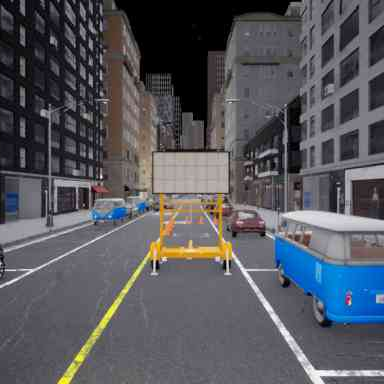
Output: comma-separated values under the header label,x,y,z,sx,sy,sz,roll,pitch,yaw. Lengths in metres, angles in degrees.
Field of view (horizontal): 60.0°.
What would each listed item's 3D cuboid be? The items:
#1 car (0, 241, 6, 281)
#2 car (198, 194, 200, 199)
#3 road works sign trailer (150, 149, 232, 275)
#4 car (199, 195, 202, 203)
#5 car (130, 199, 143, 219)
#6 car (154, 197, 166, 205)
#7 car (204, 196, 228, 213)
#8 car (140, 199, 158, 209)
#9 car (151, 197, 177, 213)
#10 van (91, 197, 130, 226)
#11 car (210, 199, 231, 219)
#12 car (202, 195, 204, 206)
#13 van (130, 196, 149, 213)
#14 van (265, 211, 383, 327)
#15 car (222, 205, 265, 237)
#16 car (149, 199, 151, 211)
label,x,y,z,sx,sy,sz,roll,pitch,yaw
car,-5.688,1.440,6.731,1.967,1.590,4.097,0,0,0
car,2.666,1.578,67.270,1.947,1.339,4.313,0,0,0
road works sign trailer,-0.029,0.464,10.425,2.380,3.560,2.880,0,0,0
car,2.697,1.558,56.267,2.008,1.369,4.403,0,0,0
car,-5.750,1.551,28.736,2.008,1.369,4.403,0,0,0
car,-5.844,1.591,61.744,1.802,1.307,4.206,0,0,0
car,2.759,1.315,34.262,2.192,1.841,5.009,0,0,0
car,-5.797,1.585,45.241,1.802,1.307,4.206,0,0,0
car,-3.104,1.565,37.113,1.994,1.385,4.181,0,0,0
van,-5.735,1.340,23.236,1.690,1.788,3.998,0,0,0
car,2.775,1.582,28.760,1.802,1.307,4.206,0,0,0
car,2.728,1.443,45.265,1.967,1.590,4.097,0,0,0
van,-5.766,1.342,34.238,1.690,1.788,3.998,0,0,0
van,2.837,1.341,6.755,1.690,1.788,3.998,0,0,0
car,2.806,1.581,17.758,1.802,1.307,4.206,0,0,0
car,-5.781,1.568,39.739,1.947,1.339,4.313,0,0,0
